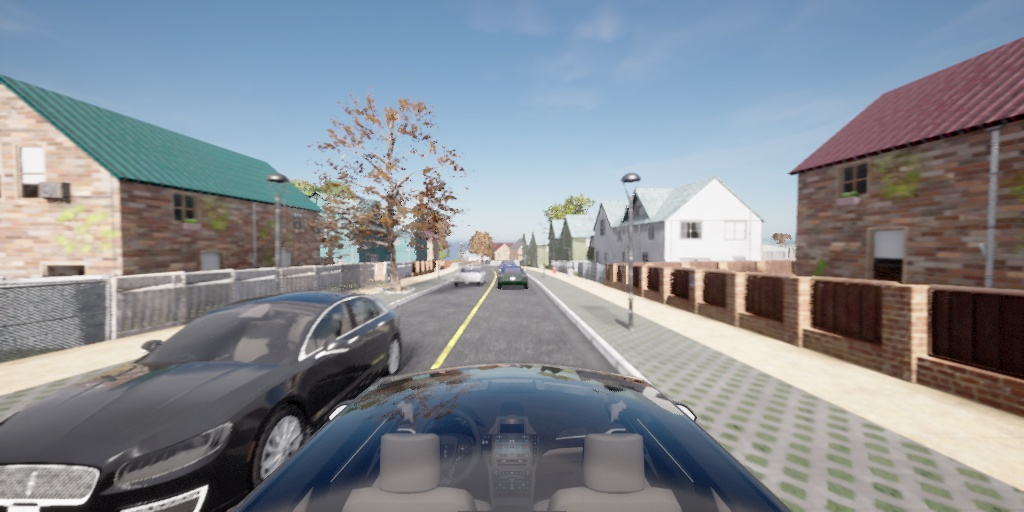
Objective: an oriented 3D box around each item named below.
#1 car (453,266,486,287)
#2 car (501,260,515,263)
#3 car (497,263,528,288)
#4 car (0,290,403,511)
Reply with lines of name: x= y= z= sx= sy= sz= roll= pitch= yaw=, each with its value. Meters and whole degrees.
car: x=-2.848 y=1.383 z=24.849 sx=1.895 sy=1.301 sz=4.718 roll=0 pitch=0 yaw=0
car: x=-0.512 y=1.189 z=41.630 sx=2.097 sy=1.767 sz=4.553 roll=0 pitch=0 yaw=-3
car: x=0.041 y=1.342 z=23.799 sx=1.994 sy=1.385 sz=4.181 roll=0 pitch=0 yaw=0
car: x=-2.835 y=1.254 z=4.511 sx=1.837 sy=1.490 sz=4.892 roll=0 pitch=0 yaw=0
